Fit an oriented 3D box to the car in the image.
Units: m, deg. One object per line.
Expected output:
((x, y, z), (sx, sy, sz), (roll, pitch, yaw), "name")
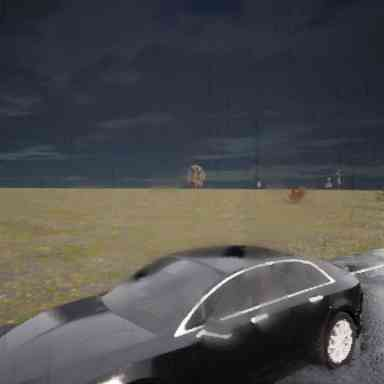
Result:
((0.242, 1.506, 4.163), (4.892, 1.490, 1.837), (0, 0, -35), "car")
